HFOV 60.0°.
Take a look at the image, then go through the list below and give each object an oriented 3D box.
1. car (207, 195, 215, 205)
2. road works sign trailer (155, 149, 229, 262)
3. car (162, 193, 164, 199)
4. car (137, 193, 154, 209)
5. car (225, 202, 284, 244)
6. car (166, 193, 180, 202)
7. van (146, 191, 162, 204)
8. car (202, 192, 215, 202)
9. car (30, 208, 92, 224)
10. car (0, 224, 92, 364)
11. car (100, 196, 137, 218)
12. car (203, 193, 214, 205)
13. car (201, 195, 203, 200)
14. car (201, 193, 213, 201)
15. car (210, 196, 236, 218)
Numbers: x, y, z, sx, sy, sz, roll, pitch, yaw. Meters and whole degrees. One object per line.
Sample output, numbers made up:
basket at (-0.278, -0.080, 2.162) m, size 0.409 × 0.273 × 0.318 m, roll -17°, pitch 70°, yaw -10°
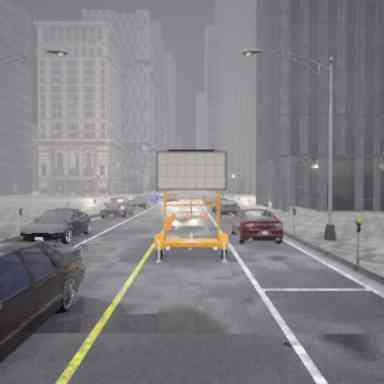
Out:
car at (2.721, 1.208, 31.681) m, size 1.947 × 1.339 × 4.313 m, roll 0°, pitch 1°, yaw 0°
road works sign trailer at (-0.013, 0.335, 11.480) m, size 2.380 × 3.560 × 2.880 m, roll 0°, pitch 1°, yaw 0°
car at (-5.848, 0.789, 65.512) m, size 2.008 × 1.369 × 4.403 m, roll 0°, pitch 1°, yaw 0°
car at (-5.811, 1.142, 37.310) m, size 1.947 × 1.339 × 4.313 m, roll 0°, pitch 1°, yaw 0°
car at (2.743, 1.379, 14.761) m, size 1.887 × 1.381 × 4.507 m, roll 0°, pitch 1°, yaw 0°
car at (-3.087, 0.880, 54.423) m, size 1.837 × 1.490 × 4.892 m, roll 0°, pitch 0°, yaw 0°
van at (-5.826, 0.784, 48.588) m, size 1.690 × 1.788 × 3.998 m, roll 0°, pitch 1°, yaw 0°
car at (2.692, 0.815, 54.242) m, size 1.967 × 1.590 × 4.097 m, roll 0°, pitch 1°, yaw 0°
car at (-5.783, 1.400, 14.747) m, size 1.947 × 1.339 × 4.313 m, roll 0°, pitch 1°, yaw 0°
car at (-3.104, 1.494, 4.690) m, size 2.033 × 1.411 × 5.357 m, roll 0°, pitch 1°, yaw 0°
car at (-5.797, 1.147, 26.027) m, size 1.967 × 1.590 × 4.097 m, roll 0°, pitch 1°, yaw 0°
car at (2.706, 1.033, 43.132) m, size 1.752 × 1.417 × 4.829 m, roll 0°, pitch 1°, yaw 0°
car at (2.700, 0.994, 48.602) m, size 2.008 × 1.369 × 4.403 m, roll 0°, pitch 1°, yaw 0°
car at (2.685, 0.858, 59.884) m, size 2.008 × 1.369 × 4.403 m, roll 0°, pitch 1°, yaw 0°
car at (2.728, 1.258, 26.041) m, size 2.008 × 1.369 × 4.403 m, roll 0°, pitch 1°, yaw 0°
